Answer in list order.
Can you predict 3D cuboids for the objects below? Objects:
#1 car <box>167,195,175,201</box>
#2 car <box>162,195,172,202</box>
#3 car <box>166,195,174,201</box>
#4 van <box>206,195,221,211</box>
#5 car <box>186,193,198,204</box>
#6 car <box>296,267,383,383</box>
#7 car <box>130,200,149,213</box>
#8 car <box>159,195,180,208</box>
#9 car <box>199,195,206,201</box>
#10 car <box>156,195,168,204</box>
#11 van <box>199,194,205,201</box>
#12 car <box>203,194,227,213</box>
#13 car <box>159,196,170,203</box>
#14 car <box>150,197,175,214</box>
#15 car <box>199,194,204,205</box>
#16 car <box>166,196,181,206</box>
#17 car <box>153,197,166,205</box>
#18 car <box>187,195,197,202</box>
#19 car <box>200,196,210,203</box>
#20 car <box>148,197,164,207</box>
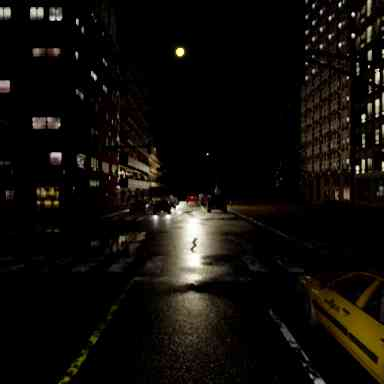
[{"bbox_3d":[-5.697,1.603,91.661,1.887,1.381,4.507,0,0,0],"label":"car"},{"bbox_3d":[-5.697,1.473,75.082,1.967,1.590,4.097,0,0,0],"label":"car"},{"bbox_3d":[-5.697,1.574,85.965,1.752,1.417,4.829,0,0,0],"label":"car"},{"bbox_3d":[2.684,1.339,41.922,1.690,1.788,3.998,0,0,0],"label":"van"},{"bbox_3d":[-0.003,1.242,65.202,2.150,2.045,5.566,0,0,0],"label":"car"},{"bbox_3d":[2.686,1.523,4.153,1.752,1.417,4.829,0,0,0],"label":"car"},{"bbox_3d":[-5.694,1.546,36.396,2.008,1.369,4.403,0,0,0],"label":"car"},{"bbox_3d":[-3.090,1.548,45.432,2.033,1.411,5.357,0,0,0],"label":"car"},{"bbox_3d":[2.683,1.574,86.305,1.752,1.417,4.829,0,0,0],"label":"car"},{"bbox_3d":[-5.697,1.459,64.029,1.967,1.590,4.097,0,0,0],"label":"car"},{"bbox_3d":[2.682,1.399,91.661,1.690,1.788,3.998,0,0,0],"label":"van"},{"bbox_3d":[2.684,1.310,36.396,2.192,1.841,5.009,0,0,0],"label":"car"},{"bbox_3d":[-5.696,1.608,69.556,1.802,1.307,4.206,0,0,0],"label":"car"},{"bbox_3d":[-3.123,1.543,35.304,2.033,1.411,5.357,0,0,-4],"label":"car"},{"bbox_3d":[2.683,1.327,58.502,2.192,1.841,5.009,0,0,0],"label":"car"},{"bbox_3d":[-3.048,1.501,55.625,2.128,1.511,4.902,0,0,0],"label":"car"},{"bbox_3d":[-5.696,1.557,58.501,1.887,1.381,4.507,0,0,0],"label":"car"},{"bbox_3d":[-0.002,1.487,75.589,2.033,1.411,5.357,0,0,0],"label":"car"},{"bbox_3d":[2.684,1.570,69.556,1.887,1.381,4.507,0,0,0],"label":"car"},{"bbox_3d":[-5.696,1.557,52.975,2.008,1.369,4.403,0,0,0],"label":"car"}]
